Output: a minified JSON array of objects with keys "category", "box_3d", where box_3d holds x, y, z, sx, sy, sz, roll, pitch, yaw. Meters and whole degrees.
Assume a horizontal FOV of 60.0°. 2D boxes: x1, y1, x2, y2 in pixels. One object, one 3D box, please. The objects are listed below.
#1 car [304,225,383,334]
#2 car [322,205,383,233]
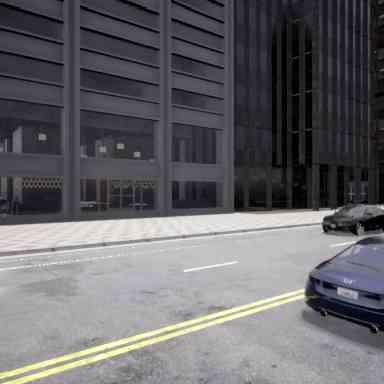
[{"category":"car","box_3d":[4.073,1.563,6.415,4.181,1.385,1.994,0,0,-36]},{"category":"car","box_3d":[9.219,1.476,18.432,5.008,1.535,1.882,0,0,-36]}]
